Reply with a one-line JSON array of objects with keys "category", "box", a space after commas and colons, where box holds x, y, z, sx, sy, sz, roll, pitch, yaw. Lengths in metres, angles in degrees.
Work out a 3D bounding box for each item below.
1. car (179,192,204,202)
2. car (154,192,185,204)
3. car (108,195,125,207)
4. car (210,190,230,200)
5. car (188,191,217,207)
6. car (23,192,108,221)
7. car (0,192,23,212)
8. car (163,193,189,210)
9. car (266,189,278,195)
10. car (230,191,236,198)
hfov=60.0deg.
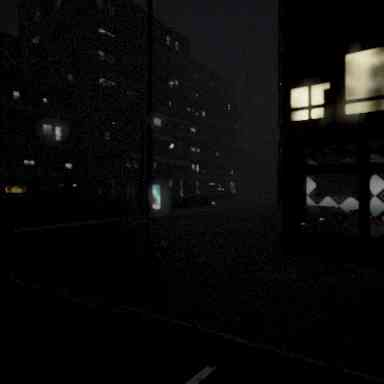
[{"category": "car", "box": [0.013, 0.730, 51.510, 1.802, 1.307, 4.206, 2, 2, 35]}, {"category": "car", "box": [-3.168, 0.804, 46.967, 2.008, 1.369, 4.403, 2, 2, 35]}, {"category": "car", "box": [-9.531, 1.044, 37.882, 1.802, 1.307, 4.206, 2, 2, 35]}, {"category": "car", "box": [3.529, 0.462, 51.941, 2.097, 1.767, 4.553, 0, 1, 35]}, {"category": "car", "box": [0.552, 0.947, 37.671, 1.947, 1.339, 4.313, 1, 2, 35]}, {"category": "car", "box": [-8.993, 1.007, 24.033, 2.192, 1.841, 5.009, 1, 2, 35]}, {"category": "car", "box": [-15.891, 0.984, 28.789, 2.192, 1.841, 5.009, 2, 2, 35]}, {"category": "car", "box": [-2.630, 1.051, 33.127, 1.947, 1.339, 4.313, 1, 2, 35]}, {"category": "car", "box": [19.101, -0.048, 78.763, 1.967, 1.590, 4.097, 2, 2, 35]}, {"category": "car", "box": [6.376, 0.481, 60.595, 1.887, 1.381, 4.507, 2, 2, 35]}]
